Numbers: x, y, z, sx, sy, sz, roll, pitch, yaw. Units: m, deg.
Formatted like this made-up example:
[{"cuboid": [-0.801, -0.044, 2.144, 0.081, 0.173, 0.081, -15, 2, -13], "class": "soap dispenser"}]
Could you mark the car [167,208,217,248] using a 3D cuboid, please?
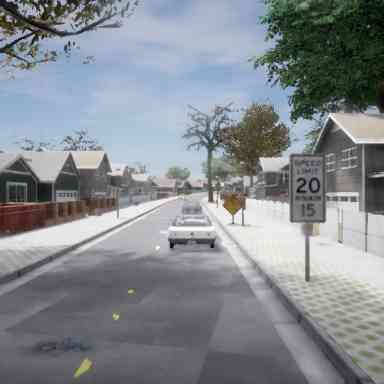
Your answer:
[{"cuboid": [0.000, 1.607, 14.679, 1.895, 1.301, 4.718, 0, 0, 0], "class": "car"}]

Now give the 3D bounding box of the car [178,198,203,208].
[{"cuboid": [0.000, 1.515, 29.649, 2.033, 1.411, 5.357, 0, 0, 0], "class": "car"}]

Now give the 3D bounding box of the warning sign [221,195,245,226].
[{"cuboid": [2.508, 1.095, 20.348, 1.300, 1.860, 1.060, -1, 0, 0], "class": "warning sign"}]

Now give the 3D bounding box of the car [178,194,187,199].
[{"cuboid": [-2.179, 1.174, 75.983, 1.812, 1.442, 4.674, 0, 0, 2], "class": "car"}]
